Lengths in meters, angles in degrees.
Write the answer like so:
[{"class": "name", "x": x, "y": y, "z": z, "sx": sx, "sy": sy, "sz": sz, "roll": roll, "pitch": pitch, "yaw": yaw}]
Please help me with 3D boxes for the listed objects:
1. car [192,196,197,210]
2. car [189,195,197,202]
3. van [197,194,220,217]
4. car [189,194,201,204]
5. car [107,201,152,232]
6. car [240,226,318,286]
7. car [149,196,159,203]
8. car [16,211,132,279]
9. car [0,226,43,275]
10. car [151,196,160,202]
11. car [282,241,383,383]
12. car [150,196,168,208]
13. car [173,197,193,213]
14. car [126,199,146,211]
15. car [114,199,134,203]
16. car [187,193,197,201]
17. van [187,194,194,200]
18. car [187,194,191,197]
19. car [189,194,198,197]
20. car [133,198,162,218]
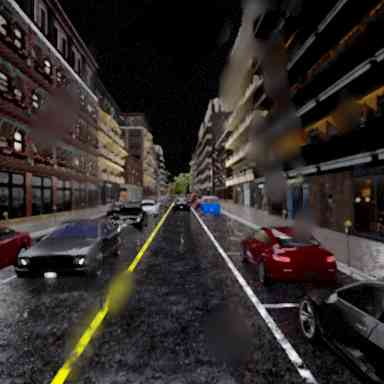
[{"class": "car", "x": 1.301, "y": 1.530, "z": 42.493, "sx": 1.887, "sy": 1.381, "sz": 4.507, "roll": 0, "pitch": 0, "yaw": -2}, {"class": "car", "x": 0.166, "y": 1.512, "z": 76.071, "sx": 1.752, "sy": 1.417, "sz": 4.829, "roll": 0, "pitch": 0, "yaw": -2}, {"class": "van", "x": 1.679, "y": 1.326, "z": 31.359, "sx": 1.690, "sy": 1.788, "sz": 3.998, "roll": 0, "pitch": 0, "yaw": -2}, {"class": "car", "x": 0.550, "y": 1.301, "z": 64.765, "sx": 2.192, "sy": 1.841, "sz": 5.009, "roll": 0, "pitch": 0, "yaw": -2}, {"class": "car", "x": -3.753, "y": 1.544, "z": 20.506, "sx": 1.812, "sy": 1.442, "sz": 4.674, "roll": 0, "pitch": 0, "yaw": -2}, {"class": "car", "x": 2.430, "y": 1.568, "z": 9.086, "sx": 1.802, "sy": 1.307, "sz": 4.206, "roll": 0, "pitch": 0, "yaw": -2}, {"class": "car", "x": -8.017, "y": 1.615, "z": 70.090, "sx": 1.802, "sy": 1.307, "sz": 4.206, "roll": 1, "pitch": 0, "yaw": -2}, {"class": "car", "x": -3.420, "y": 1.566, "z": 10.471, "sx": 2.033, "sy": 1.411, "sz": 5.357, "roll": 0, "pitch": 0, "yaw": -2}, {"class": "car", "x": -5.946, "y": 1.577, "z": 8.843, "sx": 1.887, "sy": 1.381, "sz": 4.507, "roll": 1, "pitch": 0, "yaw": -2}, {"class": "car", "x": -8.206, "y": 1.615, "z": 75.658, "sx": 1.802, "sy": 1.307, "sz": 4.206, "roll": 1, "pitch": 0, "yaw": -2}, {"class": "car", "x": 2.618, "y": 1.552, "z": 3.518, "sx": 1.947, "sy": 1.339, "sz": 4.313, "roll": 0, "pitch": 0, "yaw": -2}, {"class": "car", "x": -4.611, "y": 1.545, "z": 48.620, "sx": 2.128, "sy": 1.511, "sz": 4.902, "roll": 0, "pitch": 0, "yaw": -2}, {"class": "car", "x": -1.151, "y": 1.564, "z": 37.763, "sx": 1.994, "sy": 1.385, "sz": 4.181, "roll": 0, "pitch": 0, "yaw": -1}, {"class": "car", "x": -7.076, "y": 1.597, "z": 42.250, "sx": 1.947, "sy": 1.339, "sz": 4.313, "roll": 1, "pitch": 0, "yaw": -2}, {"class": "car", "x": -6.699, "y": 1.598, "z": 31.115, "sx": 1.947, "sy": 1.339, "sz": 4.313, "roll": 1, "pitch": 0, "yaw": -2}, {"class": "car", "x": -0.015, "y": 1.302, "z": 81.469, "sx": 2.192, "sy": 1.841, "sz": 5.009, "roll": 0, "pitch": 0, "yaw": -2}, {"class": "van", "x": -0.392, "y": 1.329, "z": 92.605, "sx": 1.690, "sy": 1.788, "sz": 3.998, "roll": 0, "pitch": 0, "yaw": -2}, {"class": "car", "x": -1.498, "y": 1.506, "z": 48.319, "sx": 1.837, "sy": 1.490, "sz": 4.892, "roll": 0, "pitch": 0, "yaw": -2}, {"class": "car", "x": 0.738, "y": 1.300, "z": 59.198, "sx": 2.192, "sy": 1.841, "sz": 5.009, "roll": 0, "pitch": 0, "yaw": -2}, {"class": "car", "x": -4.061, "y": 1.543, "z": 30.748, "sx": 1.812, "sy": 1.442, "sz": 4.674, "roll": 0, "pitch": 0, "yaw": -2}]
